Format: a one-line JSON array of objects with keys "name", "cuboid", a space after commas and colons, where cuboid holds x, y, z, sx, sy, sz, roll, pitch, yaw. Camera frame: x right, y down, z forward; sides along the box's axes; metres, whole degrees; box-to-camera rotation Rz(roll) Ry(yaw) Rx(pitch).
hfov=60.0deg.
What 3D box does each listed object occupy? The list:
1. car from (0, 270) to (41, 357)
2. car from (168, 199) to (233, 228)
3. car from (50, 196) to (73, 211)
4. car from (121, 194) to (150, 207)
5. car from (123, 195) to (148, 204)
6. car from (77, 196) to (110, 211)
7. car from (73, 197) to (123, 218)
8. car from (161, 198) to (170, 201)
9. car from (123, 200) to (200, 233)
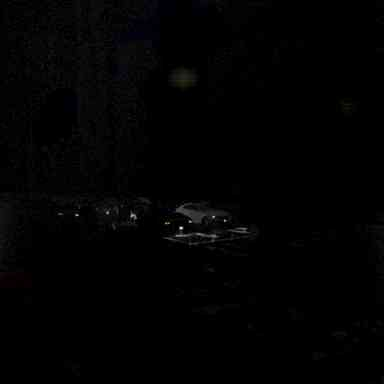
[{"name": "car", "cuboid": [-4.152, 1.545, 3.690, 4.507, 1.381, 1.887, 0, -1, -36]}, {"name": "car", "cuboid": [0.609, 1.415, 21.709, 1.812, 1.442, 4.674, -1, 1, -36]}, {"name": "car", "cuboid": [-14.217, 1.245, 36.743, 1.882, 1.535, 5.008, -1, 1, -36]}, {"name": "car", "cuboid": [-7.642, 1.081, 44.617, 1.882, 1.535, 5.008, -1, 1, -36]}, {"name": "car", "cuboid": [-5.365, 1.298, 29.980, 2.128, 1.511, 4.902, -1, 1, -36]}, {"name": "car", "cuboid": [-11.449, 1.269, 38.466, 2.033, 1.411, 5.357, -1, 1, -35]}, {"name": "car", "cuboid": [-8.086, 1.344, 28.201, 2.128, 1.511, 4.902, -1, 1, -36]}, {"name": "car", "cuboid": [-2.857, 1.300, 32.400, 2.033, 1.411, 5.357, -1, 1, -36]}, {"name": "car", "cuboid": [-1.978, 1.484, 19.747, 2.033, 1.411, 5.357, -1, 1, -32]}]
